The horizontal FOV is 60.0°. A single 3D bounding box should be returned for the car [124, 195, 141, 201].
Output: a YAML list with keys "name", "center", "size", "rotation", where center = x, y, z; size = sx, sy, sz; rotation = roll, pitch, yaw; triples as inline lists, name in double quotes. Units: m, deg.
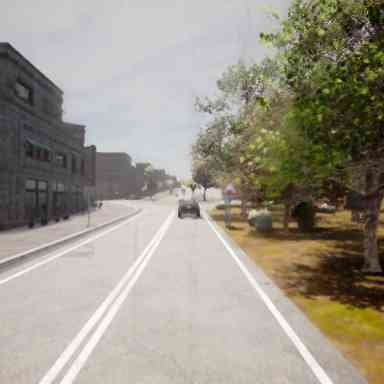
- name: "car"
  center: [-13.290, 1.266, 74.893]
  size: [1.994, 1.385, 4.181]
  rotation: [-1, -1, 31]

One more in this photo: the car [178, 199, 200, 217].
- name: "car"
  center: [-0.312, 1.446, 33.115]
  size: [2.097, 1.767, 4.553]
  rotation: [0, 0, -1]
